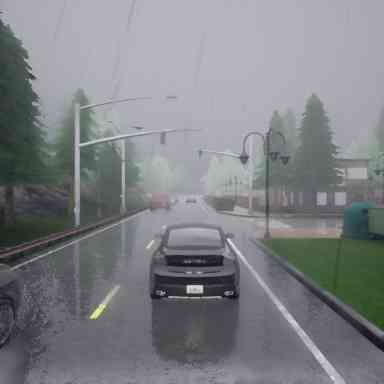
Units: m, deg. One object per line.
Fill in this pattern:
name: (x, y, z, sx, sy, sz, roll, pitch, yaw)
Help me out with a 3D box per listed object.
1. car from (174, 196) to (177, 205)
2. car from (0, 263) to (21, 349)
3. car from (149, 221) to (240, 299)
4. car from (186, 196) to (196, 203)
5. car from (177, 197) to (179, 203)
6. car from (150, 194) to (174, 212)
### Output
car: (-3.697, 1.525, 51.768, 1.812, 1.442, 4.674, 0, 0, 0)
car: (-3.594, 1.526, 3.490, 1.812, 1.442, 4.674, 0, 0, 0)
car: (0.056, 1.505, 8.422, 1.837, 1.490, 4.892, 0, 0, 0)
car: (-0.135, 1.563, 66.625, 1.994, 1.385, 4.181, 0, 0, 0)
car: (-3.653, 1.491, 66.886, 2.128, 1.511, 4.902, 0, 0, 0)
car: (-3.681, 1.221, 39.972, 2.150, 2.045, 5.566, 0, 0, 0)
